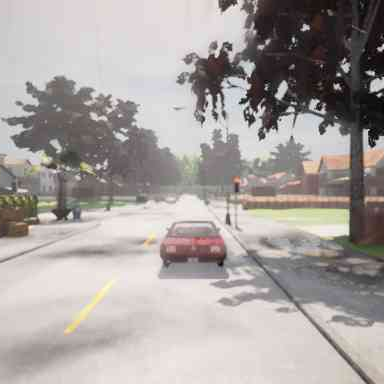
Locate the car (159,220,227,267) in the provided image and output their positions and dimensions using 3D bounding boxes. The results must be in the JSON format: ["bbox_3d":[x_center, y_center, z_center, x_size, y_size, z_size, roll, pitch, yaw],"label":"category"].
[{"bbox_3d":[0.056,1.584,11.270,1.895,1.301,4.718,0,0,1],"label":"car"}]

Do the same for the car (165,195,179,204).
[{"bbox_3d":[-3.992,1.434,63.747,1.812,1.442,4.674,0,0,1],"label":"car"}]
